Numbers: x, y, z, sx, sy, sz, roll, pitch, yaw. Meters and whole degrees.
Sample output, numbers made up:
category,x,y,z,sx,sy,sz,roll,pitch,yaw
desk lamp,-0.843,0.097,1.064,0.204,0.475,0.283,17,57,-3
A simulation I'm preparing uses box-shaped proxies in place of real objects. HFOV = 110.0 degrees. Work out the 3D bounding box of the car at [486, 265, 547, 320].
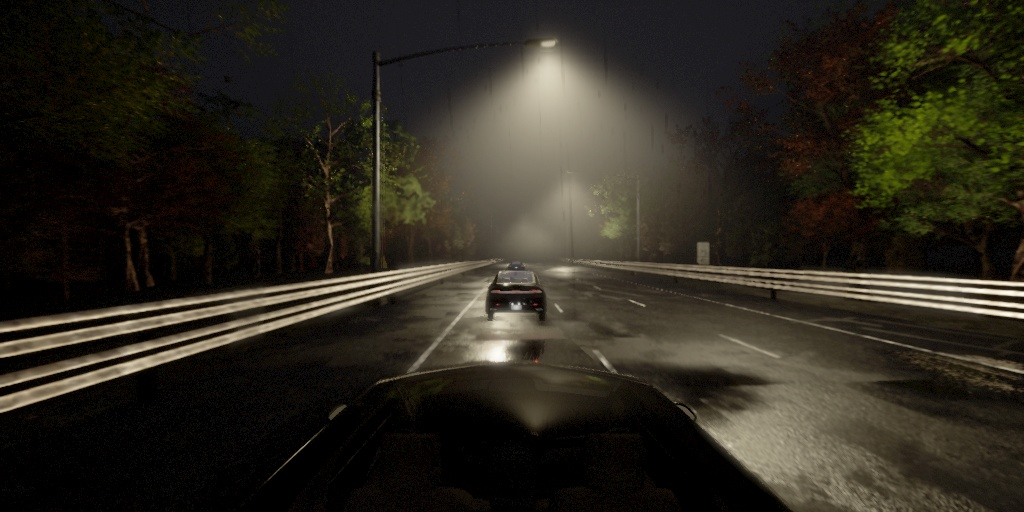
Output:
category,x,y,z,sx,sy,sz,roll,pitch,yaw
car,0.138,1.241,12.567,2.128,1.511,4.902,0,0,0

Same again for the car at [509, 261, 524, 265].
category,x,y,z,sx,sy,sz,roll,pitch,yaw
car,0.528,1.308,43.353,1.994,1.385,4.181,0,0,1
